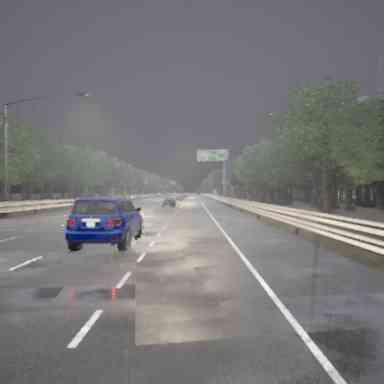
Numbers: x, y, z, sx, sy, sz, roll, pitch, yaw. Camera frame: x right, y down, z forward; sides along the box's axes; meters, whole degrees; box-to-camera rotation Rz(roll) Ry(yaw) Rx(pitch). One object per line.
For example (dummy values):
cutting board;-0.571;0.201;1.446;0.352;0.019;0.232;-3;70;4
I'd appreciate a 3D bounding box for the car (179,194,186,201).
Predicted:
car;-3.128;1.523;85.272;1.994;1.385;4.181;0;0;0

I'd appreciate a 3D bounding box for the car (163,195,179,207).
car;-3.356;1.509;50.075;1.837;1.490;4.892;0;0;0

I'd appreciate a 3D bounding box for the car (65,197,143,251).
car;-3.487;1.224;14.144;2.150;2.045;5.566;0;0;0
